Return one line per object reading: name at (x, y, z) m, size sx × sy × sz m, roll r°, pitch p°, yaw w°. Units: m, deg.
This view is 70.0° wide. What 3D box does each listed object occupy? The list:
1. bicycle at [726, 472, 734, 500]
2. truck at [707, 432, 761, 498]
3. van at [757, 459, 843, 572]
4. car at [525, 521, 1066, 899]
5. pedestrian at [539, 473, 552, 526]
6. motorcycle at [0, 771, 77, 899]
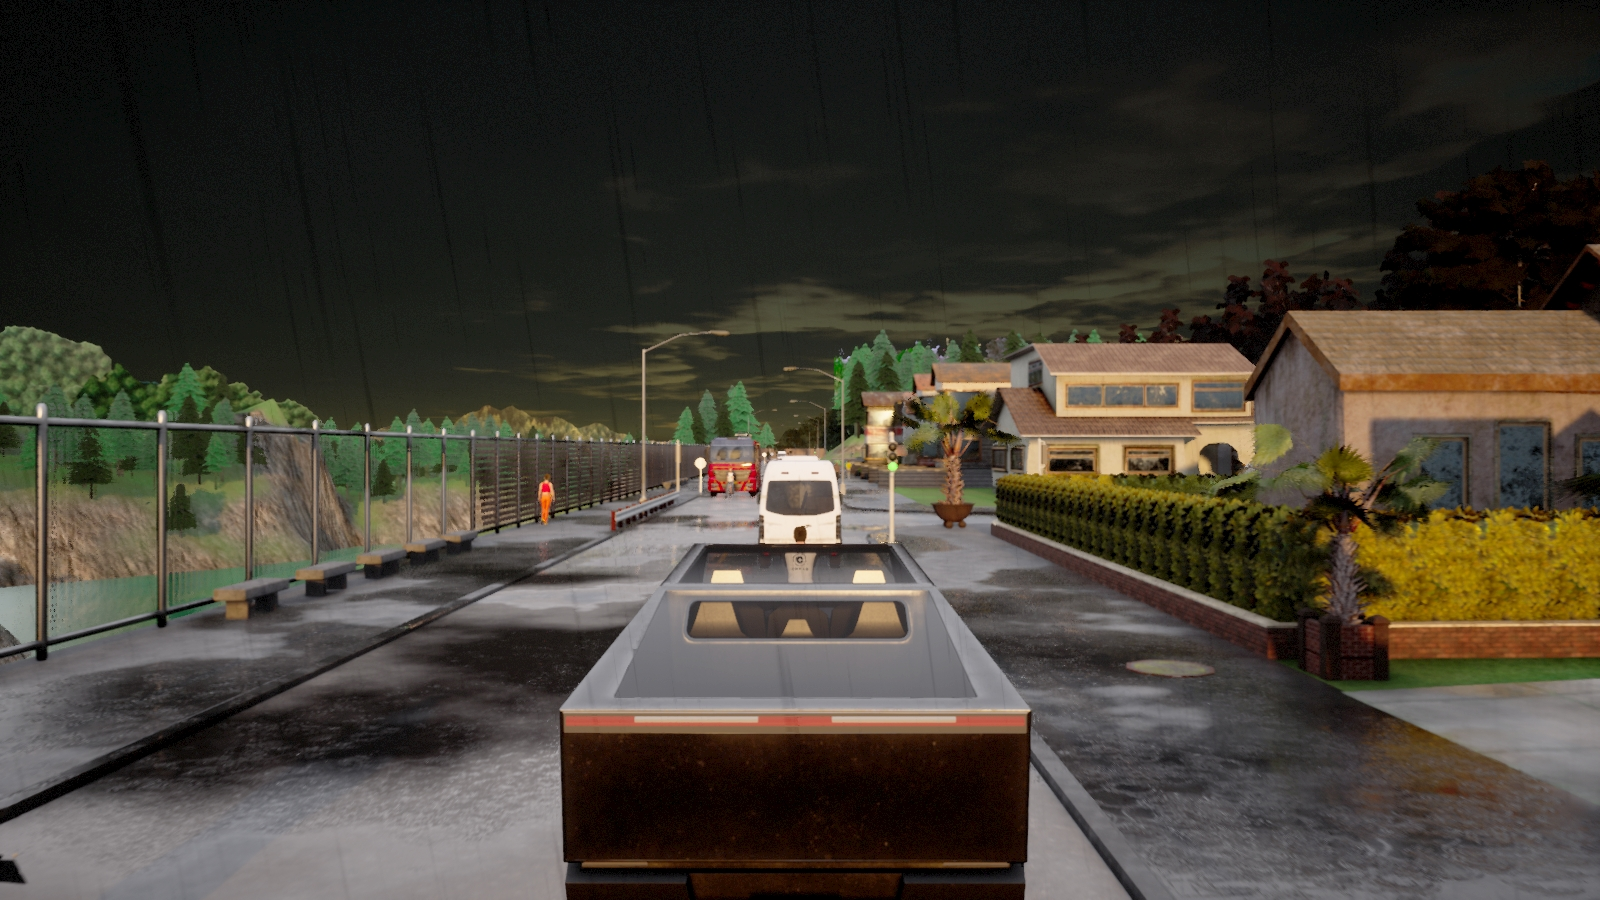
bicycle at (-3.996, 2.055, 65.574) m, size 0.373 × 1.496 × 1.643 m, roll 0°, pitch 0°, yaw 0°
truck at (-3.997, 0.890, 70.861) m, size 2.891 × 3.827 × 8.468 m, roll 0°, pitch 0°, yaw 0°
van at (0.003, 1.534, 29.281) m, size 1.988 × 2.561 × 5.915 m, roll 0°, pitch 0°, yaw 0°
car at (-0.014, 1.753, 8.185) m, size 2.390 × 2.098 × 6.274 m, roll 0°, pitch 0°, yaw 0°
pedestrian at (-9.055, 1.744, 40.610) m, size 0.375 × 1.860 × 0.375 m, roll 0°, pitch 0°, yaw -1°
motorcycle at (-4.001, 2.205, 4.530) m, size 0.867 × 1.251 × 2.209 m, roll 0°, pitch 0°, yaw 0°
